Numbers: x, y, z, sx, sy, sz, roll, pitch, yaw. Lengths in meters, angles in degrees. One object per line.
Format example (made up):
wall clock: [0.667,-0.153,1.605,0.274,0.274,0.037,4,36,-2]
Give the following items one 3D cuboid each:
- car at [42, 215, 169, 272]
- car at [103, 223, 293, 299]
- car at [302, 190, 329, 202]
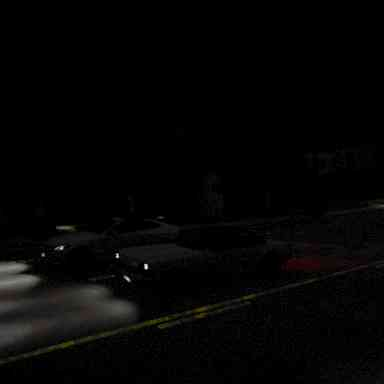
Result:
car: [-2.372,1.514,10.906,4.674,1.442,1.812,0,0,-36]
car: [0.390,1.587,8.578,4.718,1.301,1.895,0,0,-36]
car: [15.936,0.467,42.925,3.806,1.475,1.970,-3,2,-35]
